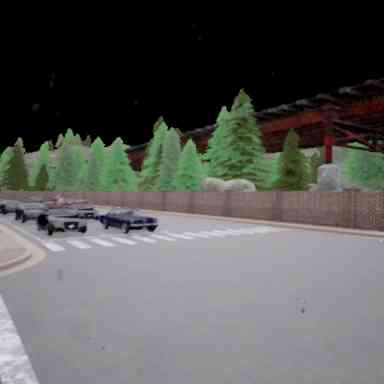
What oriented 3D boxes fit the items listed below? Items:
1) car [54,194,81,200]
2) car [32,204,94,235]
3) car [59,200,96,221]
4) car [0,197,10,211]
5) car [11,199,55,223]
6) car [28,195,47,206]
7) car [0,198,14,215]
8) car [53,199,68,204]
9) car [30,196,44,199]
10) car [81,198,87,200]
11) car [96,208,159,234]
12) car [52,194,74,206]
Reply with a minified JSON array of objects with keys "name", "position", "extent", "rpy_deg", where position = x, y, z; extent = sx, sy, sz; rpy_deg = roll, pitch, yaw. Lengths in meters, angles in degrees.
[{"name":"car","position":[-16.818,1.456,44.157],"extent":[2.097,1.767,4.553],"rpy_deg":[1,0,-36]},{"name":"car","position":[-7.448,1.606,18.953],"extent":[1.994,1.385,4.181],"rpy_deg":[1,0,-36]},{"name":"car","position":[-9.011,1.637,27.080],"extent":[1.994,1.385,4.181],"rpy_deg":[1,0,-36]},{"name":"car","position":[-25.087,1.536,43.391],"extent":[1.837,1.490,4.892],"rpy_deg":[1,1,-35]},{"name":"car","position":[-12.473,1.545,25.893],"extent":[1.837,1.490,4.892],"rpy_deg":[1,0,-36]},{"name":"car","position":[-27.283,1.452,58.575],"extent":[2.097,1.767,4.553],"rpy_deg":[1,0,-36]},{"name":"car","position":[-18.429,1.543,34.121],"extent":[1.837,1.490,4.892],"rpy_deg":[1,0,-36]},{"name":"car","position":[-14.856,1.672,35.152],"extent":[1.895,1.301,4.718],"rpy_deg":[1,0,-36]},{"name":"car","position":[-20.766,1.633,43.362],"extent":[1.994,1.385,4.181],"rpy_deg":[1,0,-36]},{"name":"car","position":[-16.558,1.661,49.687],"extent":[1.812,1.442,4.674],"rpy_deg":[1,0,-35]},{"name":"car","position":[-3.860,1.676,19.962],"extent":[1.895,1.301,4.718],"rpy_deg":[1,0,-36]},{"name":"car","position":[-22.446,1.354,57.718],"extent":[2.150,2.045,5.566],"rpy_deg":[1,0,-36]}]
